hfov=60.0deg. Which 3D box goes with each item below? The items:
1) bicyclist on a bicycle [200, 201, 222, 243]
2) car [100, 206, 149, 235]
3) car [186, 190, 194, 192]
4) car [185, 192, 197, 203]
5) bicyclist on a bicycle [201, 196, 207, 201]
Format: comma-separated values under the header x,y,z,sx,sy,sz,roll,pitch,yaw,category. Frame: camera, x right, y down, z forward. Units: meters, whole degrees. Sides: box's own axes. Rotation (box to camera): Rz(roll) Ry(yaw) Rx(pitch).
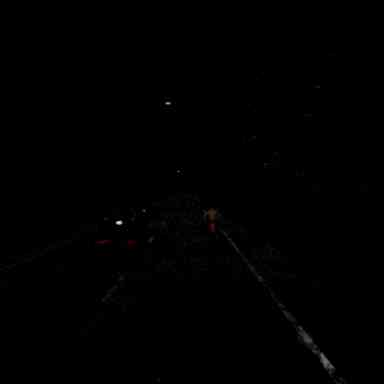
x,y,z,sx,sy,sz,roll,pitch,yaw,category
0.867,1.321,14.366,0.866,1.612,1.509,0,0,0,bicyclist on a bicycle
-3.491,1.423,17.877,1.994,1.385,4.181,0,0,0,car
-0.370,0.647,73.755,2.150,2.045,5.566,0,0,0,car
-0.177,1.131,55.015,1.994,1.385,4.181,0,1,0,car
0.847,1.184,23.500,0.659,1.776,1.843,0,1,0,bicyclist on a bicycle
